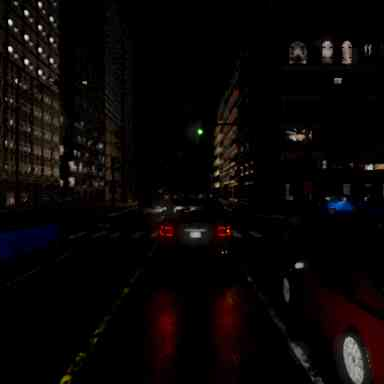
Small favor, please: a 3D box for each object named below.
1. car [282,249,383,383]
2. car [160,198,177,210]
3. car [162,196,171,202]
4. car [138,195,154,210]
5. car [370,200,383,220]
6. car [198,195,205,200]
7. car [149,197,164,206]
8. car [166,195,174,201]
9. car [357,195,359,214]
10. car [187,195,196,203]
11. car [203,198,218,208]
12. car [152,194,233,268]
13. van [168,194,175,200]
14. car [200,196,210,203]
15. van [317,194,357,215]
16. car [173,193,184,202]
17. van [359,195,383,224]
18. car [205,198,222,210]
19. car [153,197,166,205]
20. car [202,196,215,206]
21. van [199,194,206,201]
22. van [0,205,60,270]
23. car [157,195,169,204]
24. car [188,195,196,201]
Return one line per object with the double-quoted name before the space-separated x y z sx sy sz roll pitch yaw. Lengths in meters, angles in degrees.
"car" 2.683 1.544 5.104 1.887 1.381 4.507 0 0 0
"car" -3.100 1.575 44.609 1.994 1.385 4.181 0 0 0
"car" -5.722 1.567 76.011 1.752 1.417 4.829 0 0 0
"car" -5.711 1.325 43.016 2.192 1.841 5.009 0 0 0
"car" 16.125 1.292 24.851 4.674 1.442 1.812 -1 0 0
"car" 2.653 1.610 92.767 1.887 1.381 4.507 0 0 0
"car" -5.714 1.562 54.071 1.887 1.381 4.507 0 0 0
"car" -5.726 1.602 87.237 1.887 1.381 4.507 0 0 0
"car" 16.934 1.092 28.020 4.553 1.767 2.097 -1 0 0
"car" -0.026 1.508 72.901 1.882 1.535 5.008 0 0 0
"car" 2.668 1.559 48.545 1.887 1.381 4.507 0 0 0
"car" 0.095 1.219 11.415 2.150 2.045 5.566 0 0 0
"van" -5.729 1.406 92.765 1.690 1.788 3.998 0 0 0
"car" 2.660 1.601 70.656 1.947 1.339 4.313 0 0 0
"van" 13.697 1.114 30.577 3.998 1.788 1.690 -1 1 0
"car" -3.028 1.256 75.186 2.150 2.045 5.566 0 0 0
"van" 13.722 1.153 22.197 3.998 1.788 1.690 -1 1 0
"car" 2.670 1.555 43.018 1.887 1.381 4.507 0 0 0
"car" -5.716 1.588 59.599 1.947 1.339 4.313 0 0 0
"car" 2.665 1.458 54.073 1.967 1.590 4.097 0 0 0
"van" 2.654 1.399 87.239 1.690 1.788 3.998 0 0 0
"van" -5.700 1.339 10.625 1.690 1.788 3.998 0 0 0
"car" -5.719 1.468 65.127 1.967 1.590 4.097 0 0 0
"car" -0.029 1.427 83.323 2.128 1.511 4.902 0 0 0
